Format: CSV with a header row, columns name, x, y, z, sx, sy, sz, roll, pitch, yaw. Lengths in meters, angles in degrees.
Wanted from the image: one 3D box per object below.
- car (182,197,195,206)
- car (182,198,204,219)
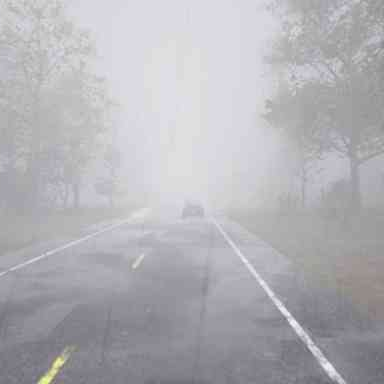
name,x,y,z,sx,sy,sz,roll,pitch,yaw
car,-0.655,1.720,59.177,2.128,1.511,4.902,0,0,-4
car,0.089,1.555,30.205,2.128,1.511,4.902,0,0,0
